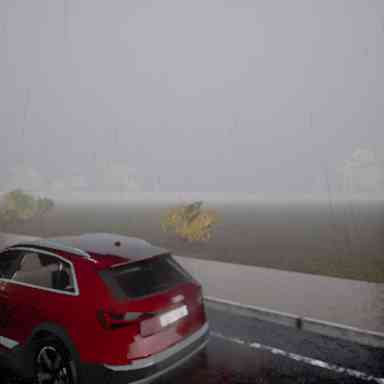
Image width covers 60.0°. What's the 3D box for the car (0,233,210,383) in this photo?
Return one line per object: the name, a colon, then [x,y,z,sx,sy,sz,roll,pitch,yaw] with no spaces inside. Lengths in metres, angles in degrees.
car: [-2.036,1.454,5.009,4.856,1.649,2.033,0,0,35]
